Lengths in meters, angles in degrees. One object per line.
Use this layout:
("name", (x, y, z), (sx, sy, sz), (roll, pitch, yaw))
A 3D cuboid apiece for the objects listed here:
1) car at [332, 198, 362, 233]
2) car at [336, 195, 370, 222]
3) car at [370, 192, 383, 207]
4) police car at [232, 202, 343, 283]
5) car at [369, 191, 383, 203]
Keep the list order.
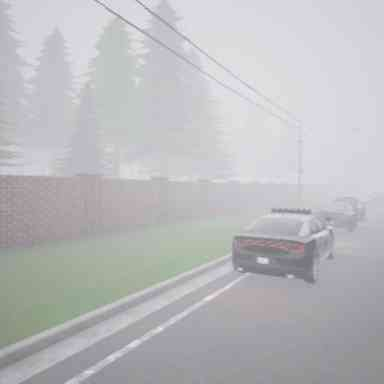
("car", (7.880, 1.272, 18.062), (1.812, 1.442, 4.674), (1, 1, 30))
("car", (10.905, 1.036, 23.207), (2.097, 1.767, 4.553), (1, 1, 30))
("car", (22.126, 1.018, 40.226), (1.812, 1.442, 4.674), (1, 1, 30))
("police car", (2.872, 1.274, 9.533), (1.930, 1.638, 5.238), (1, 1, 30))
("car", (29.106, 0.701, 52.111), (2.097, 1.767, 4.553), (1, 1, 30))
